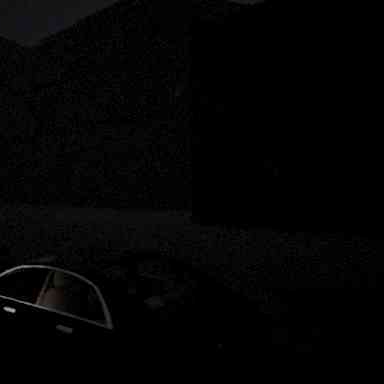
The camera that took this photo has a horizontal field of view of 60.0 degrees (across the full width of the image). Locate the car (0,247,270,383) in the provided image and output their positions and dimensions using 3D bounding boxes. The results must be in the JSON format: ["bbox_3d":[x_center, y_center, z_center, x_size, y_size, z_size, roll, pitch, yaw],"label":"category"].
[{"bbox_3d":[-1.451,1.485,4.337,4.892,1.521,2.231,0,0,35],"label":"car"}]
